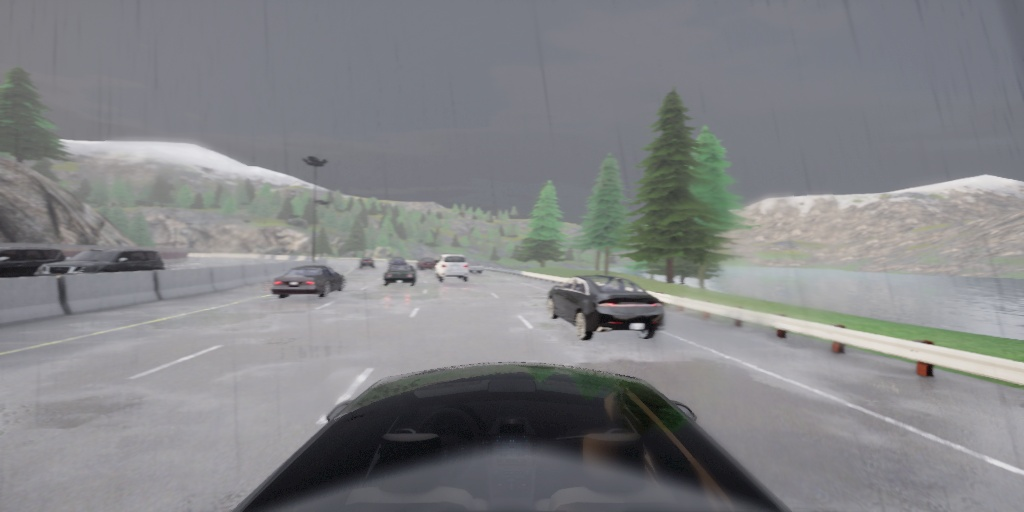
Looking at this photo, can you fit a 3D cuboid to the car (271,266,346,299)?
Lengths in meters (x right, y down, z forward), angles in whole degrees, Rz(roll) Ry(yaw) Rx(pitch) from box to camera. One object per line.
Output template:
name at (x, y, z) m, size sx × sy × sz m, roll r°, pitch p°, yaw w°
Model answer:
car at (-9.365, 1.153, 16.941) m, size 2.033 × 1.411 × 5.357 m, roll 1°, pitch 0°, yaw -12°

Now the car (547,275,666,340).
car at (2.351, 1.291, 10.143) m, size 2.128 × 1.511 × 4.902 m, roll 1°, pitch 0°, yaw -8°

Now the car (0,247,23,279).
car at (-23.930, 0.577, 16.560) m, size 2.150 × 2.045 × 5.566 m, roll 1°, pitch 0°, yaw -13°

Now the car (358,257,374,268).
car at (-20.986, 0.946, 51.639) m, size 1.837 × 1.490 × 4.892 m, roll 2°, pitch -1°, yaw -26°

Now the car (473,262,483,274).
car at (-4.584, 1.312, 39.191) m, size 1.895 × 1.301 × 4.718 m, roll 1°, pitch 0°, yaw -19°

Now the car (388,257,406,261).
car at (-14.841, 0.896, 46.330) m, size 2.097 × 1.767 × 4.553 m, roll 1°, pitch 0°, yaw -23°

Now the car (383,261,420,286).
car at (-7.419, 1.247, 24.102) m, size 1.895 × 1.301 × 4.718 m, roll 1°, pitch 0°, yaw -14°

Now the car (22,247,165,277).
car at (-20.817, 0.636, 18.583) m, size 2.150 × 2.045 × 5.566 m, roll 1°, pitch -1°, yaw -13°

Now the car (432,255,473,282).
car at (-4.865, 0.916, 28.590) m, size 2.150 × 2.045 × 5.566 m, roll 1°, pitch 0°, yaw -16°

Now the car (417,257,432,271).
car at (-11.246, 0.958, 46.846) m, size 2.097 × 1.767 × 4.553 m, roll 1°, pitch 0°, yaw -23°
